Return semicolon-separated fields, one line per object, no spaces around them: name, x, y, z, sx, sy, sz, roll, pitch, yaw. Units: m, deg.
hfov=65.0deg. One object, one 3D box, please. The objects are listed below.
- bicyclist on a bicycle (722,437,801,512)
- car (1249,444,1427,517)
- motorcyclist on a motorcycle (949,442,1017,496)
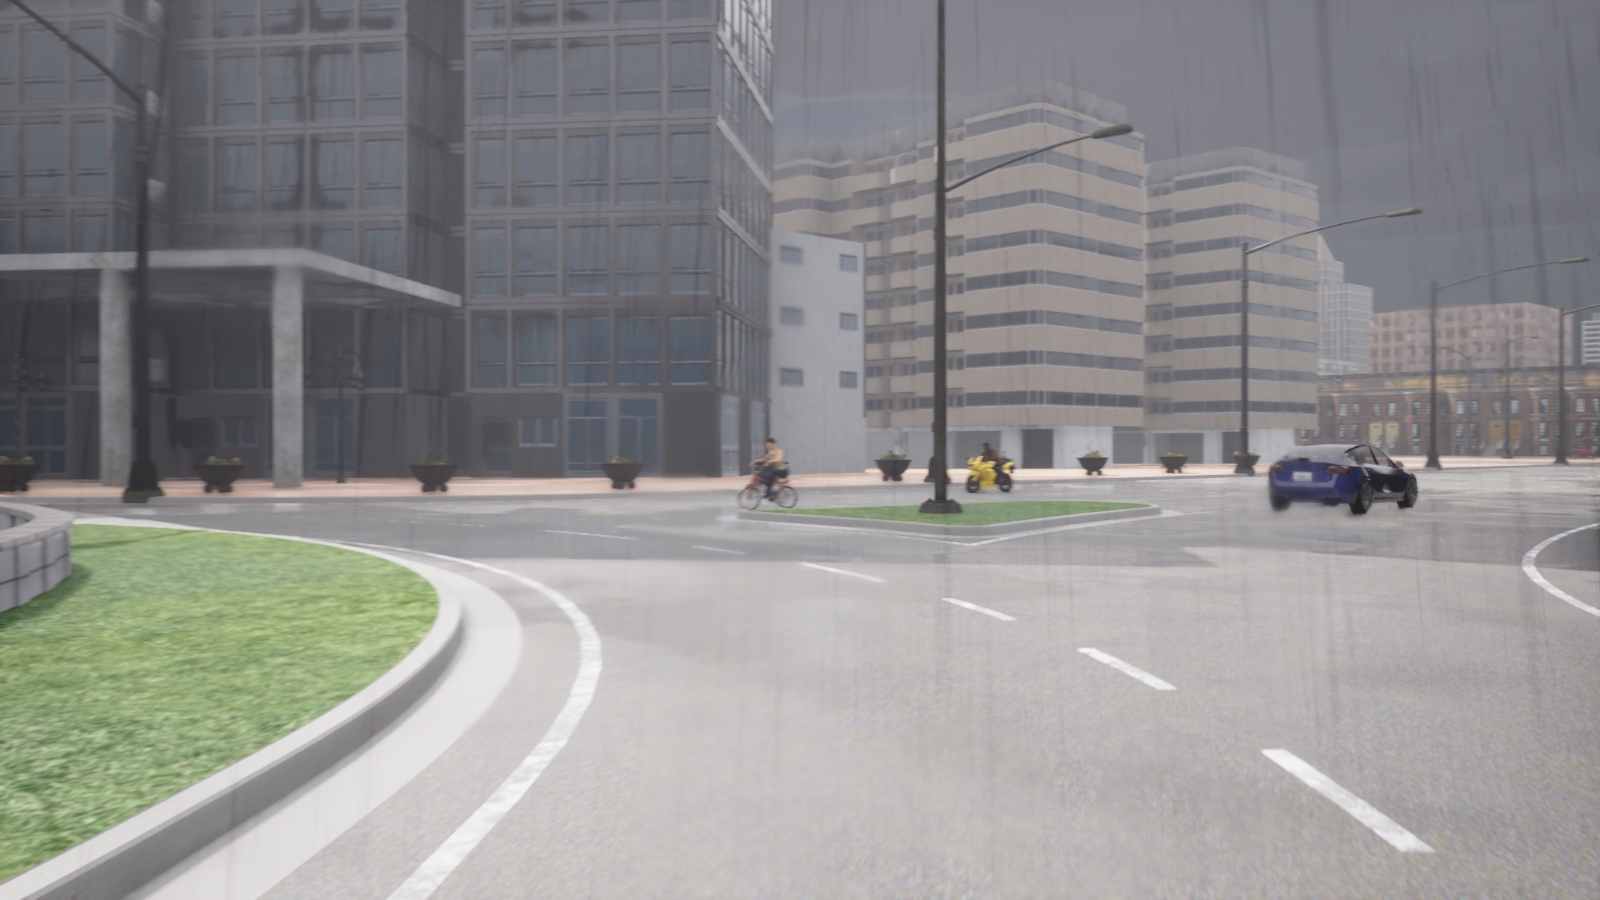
bicyclist on a bicycle;-0.855;0.523;27.804;1.509;1.612;0.866;0;0;-31
car;12.037;0.611;27.945;2.163;1.488;4.792;0;0;43
motorcyclist on a motorcycle;5.340;0.531;36.536;2.044;1.523;0.797;0;0;-39
